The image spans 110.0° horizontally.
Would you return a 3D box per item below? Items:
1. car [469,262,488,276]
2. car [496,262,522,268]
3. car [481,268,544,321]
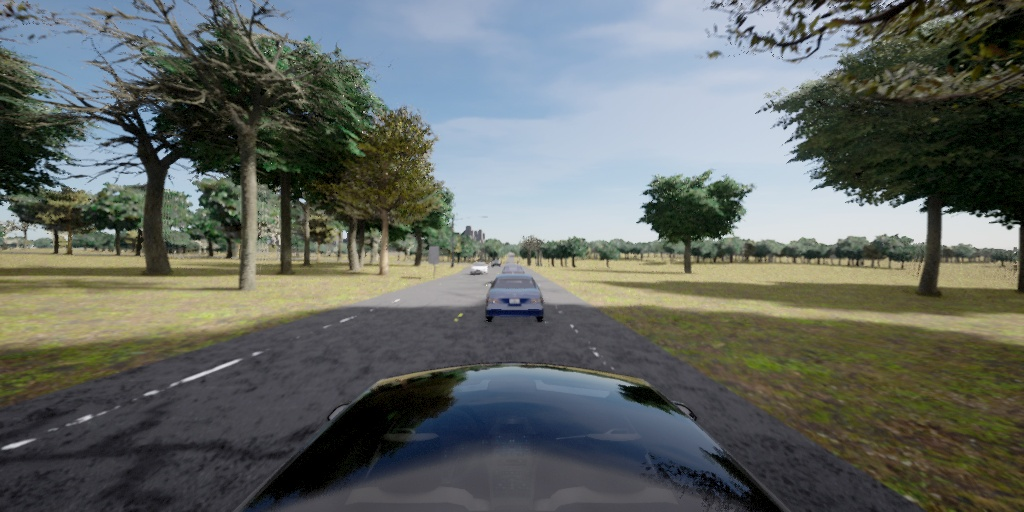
[{"bbox_3d":[-3.689,1.431,40.946,1.812,1.442,4.674,0,0,-1],"label":"car"},{"bbox_3d":[0.084,1.376,28.011,2.033,1.411,5.357,0,0,0],"label":"car"},{"bbox_3d":[0.084,1.316,12.585,2.033,1.411,5.357,0,0,0],"label":"car"}]
